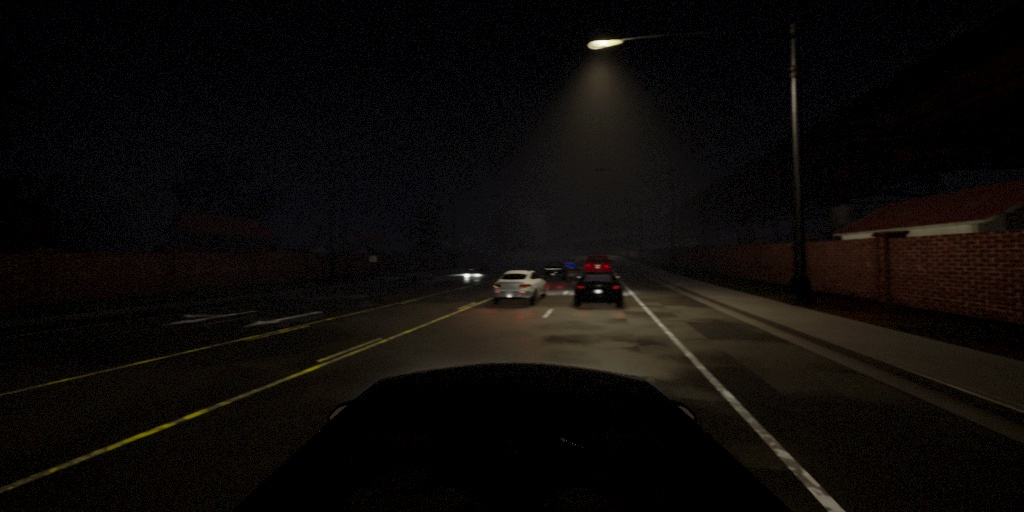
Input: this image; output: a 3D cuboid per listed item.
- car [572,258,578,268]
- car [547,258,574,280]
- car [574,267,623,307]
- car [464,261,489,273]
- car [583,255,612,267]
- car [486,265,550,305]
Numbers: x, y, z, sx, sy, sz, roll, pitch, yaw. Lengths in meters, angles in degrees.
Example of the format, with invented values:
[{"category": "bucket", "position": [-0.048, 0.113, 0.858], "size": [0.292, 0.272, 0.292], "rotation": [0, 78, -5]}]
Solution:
[{"category": "car", "position": [7.291, 0.994, 45.666], "size": [1.882, 1.535, 5.008], "rotation": [-1, 1, 13]}, {"category": "car", "position": [3.881, 1.244, 31.291], "size": [2.128, 1.511, 4.902], "rotation": [-1, 1, 14]}, {"category": "car", "position": [3.823, 1.354, 15.906], "size": [1.994, 1.385, 4.181], "rotation": [-1, 0, 14]}, {"category": "car", "position": [-4.183, 1.330, 42.806], "size": [1.994, 1.385, 4.181], "rotation": [-1, 1, 13]}, {"category": "car", "position": [7.209, 0.922, 30.194], "size": [2.150, 2.045, 5.566], "rotation": [-1, 1, 13]}, {"category": "car", "position": [0.436, 1.366, 16.797], "size": [1.812, 1.442, 4.674], "rotation": [-1, 0, 14]}]
